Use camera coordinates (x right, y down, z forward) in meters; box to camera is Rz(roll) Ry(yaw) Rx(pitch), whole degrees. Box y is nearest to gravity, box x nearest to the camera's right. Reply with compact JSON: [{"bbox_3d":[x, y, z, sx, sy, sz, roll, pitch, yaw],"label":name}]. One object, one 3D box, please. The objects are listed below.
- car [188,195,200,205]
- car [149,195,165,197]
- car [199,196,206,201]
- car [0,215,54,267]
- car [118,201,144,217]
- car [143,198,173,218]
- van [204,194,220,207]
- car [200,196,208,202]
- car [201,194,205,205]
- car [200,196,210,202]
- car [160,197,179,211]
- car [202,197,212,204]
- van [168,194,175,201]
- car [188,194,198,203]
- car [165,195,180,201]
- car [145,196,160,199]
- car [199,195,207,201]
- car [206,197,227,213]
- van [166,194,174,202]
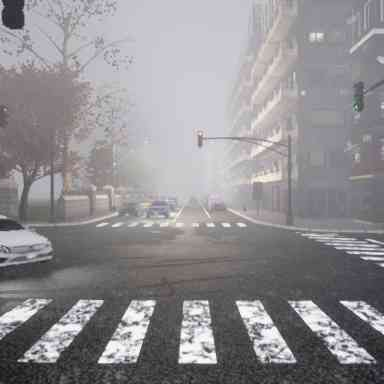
[{"bbox_3d":[0.293,1.577,61.369,1.812,1.442,4.674,0,0,0],"label":"car"},{"bbox_3d":[-5.538,1.346,47.843,2.192,1.841,5.009,0,0,0],"label":"car"},{"bbox_3d":[2.983,1.699,92.858,1.802,1.307,4.206,0,0,0],"label":"car"},{"bbox_3d":[-6.279,1.433,10.223,4.674,1.442,1.812,1,-1,32],"label":"car"},{"bbox_3d":[-5.591,1.579,30.952,1.947,1.339,4.313,0,0,0],"label":"car"},{"bbox_3d":[-2.998,1.539,30.346,1.812,1.442,4.674,0,0,0],"label":"car"},{"bbox_3d":[2.826,1.365,42.187,1.690,1.788,3.998,0,0,0],"label":"van"},{"bbox_3d":[2.948,1.634,81.597,1.887,1.381,4.507,0,0,0],"label":"car"},{"bbox_3d":[2.860,1.479,53.447,1.967,1.590,4.097,0,0,0],"label":"car"},{"bbox_3d":[2.930,1.628,75.968,2.008,1.369,4.403,0,0,0],"label":"car"},{"bbox_3d":[-2.967,1.623,40.269,1.895,1.301,4.718,0,0,0],"label":"car"},{"bbox_3d":[2.895,1.601,64.707,1.887,1.381,4.507,0,0,0],"label":"car"},{"bbox_3d":[-5.414,1.444,87.253,1.690,1.788,3.998,0,0,0],"label":"van"},{"bbox_3d":[0.234,1.423,71.447,2.097,1.767,4.553,0,0,0],"label":"car"},{"bbox_3d":[-2.919,1.539,50.461,1.837,1.490,4.892,0,0,0],"label":"car"},{"bbox_3d":[-5.556,1.549,42.043,1.752,1.417,4.829,0,0,0],"label":"car"},{"bbox_3d":[2.966,1.543,87.227,1.967,1.590,4.097,0,0,0],"label":"car"},{"bbox_3d":[2.807,1.563,36.556,1.887,1.381,4.507,0,0,0],"label":"car"},{"bbox_3d":[-5.432,1.431,81.624,1.690,1.788,3.998,0,0,0],"label":"van"}]
